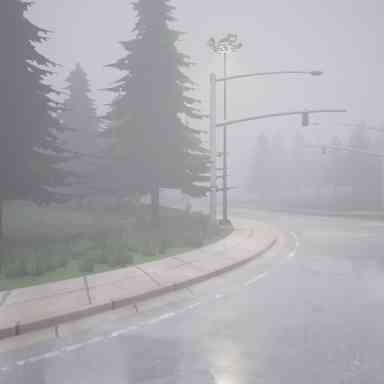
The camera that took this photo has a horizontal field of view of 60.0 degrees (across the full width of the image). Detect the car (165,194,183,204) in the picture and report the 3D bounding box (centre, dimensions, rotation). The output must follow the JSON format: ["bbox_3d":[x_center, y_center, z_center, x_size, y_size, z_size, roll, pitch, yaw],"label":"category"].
[{"bbox_3d":[-3.147,1.547,65.400,2.033,1.411,5.357,0,0,-21],"label":"car"}]

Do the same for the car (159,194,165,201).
[{"bbox_3d":[-7.009,1.186,75.146,2.150,2.045,5.566,0,0,-21],"label":"car"}]
